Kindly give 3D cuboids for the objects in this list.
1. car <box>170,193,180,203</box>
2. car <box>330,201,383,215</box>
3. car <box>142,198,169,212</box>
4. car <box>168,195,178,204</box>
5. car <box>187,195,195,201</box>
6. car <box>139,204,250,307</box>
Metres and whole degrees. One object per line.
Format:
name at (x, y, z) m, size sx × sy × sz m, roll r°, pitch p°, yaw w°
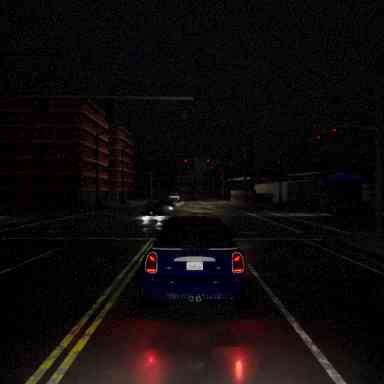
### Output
car at (-3.669, 1.224, 67.935) m, size 2.150 × 2.045 × 5.566 m, roll 0°, pitch 0°, yaw 0°
car at (16.391, 1.601, 33.204) m, size 4.718 × 1.301 × 1.895 m, roll 0°, pitch 0°, yaw 0°
car at (-3.671, 1.515, 32.594) m, size 2.033 × 1.411 × 5.357 m, roll 0°, pitch 0°, yaw 0°
car at (-3.711, 1.547, 50.524) m, size 2.033 × 1.411 × 5.357 m, roll 0°, pitch 0°, yaw 0°
car at (-0.188, 1.500, 81.285) m, size 1.837 × 1.490 × 4.892 m, roll 0°, pitch 0°, yaw 0°
car at (0.056, 1.352, 8.117) m, size 2.097 × 1.767 × 4.553 m, roll 0°, pitch 0°, yaw 0°
